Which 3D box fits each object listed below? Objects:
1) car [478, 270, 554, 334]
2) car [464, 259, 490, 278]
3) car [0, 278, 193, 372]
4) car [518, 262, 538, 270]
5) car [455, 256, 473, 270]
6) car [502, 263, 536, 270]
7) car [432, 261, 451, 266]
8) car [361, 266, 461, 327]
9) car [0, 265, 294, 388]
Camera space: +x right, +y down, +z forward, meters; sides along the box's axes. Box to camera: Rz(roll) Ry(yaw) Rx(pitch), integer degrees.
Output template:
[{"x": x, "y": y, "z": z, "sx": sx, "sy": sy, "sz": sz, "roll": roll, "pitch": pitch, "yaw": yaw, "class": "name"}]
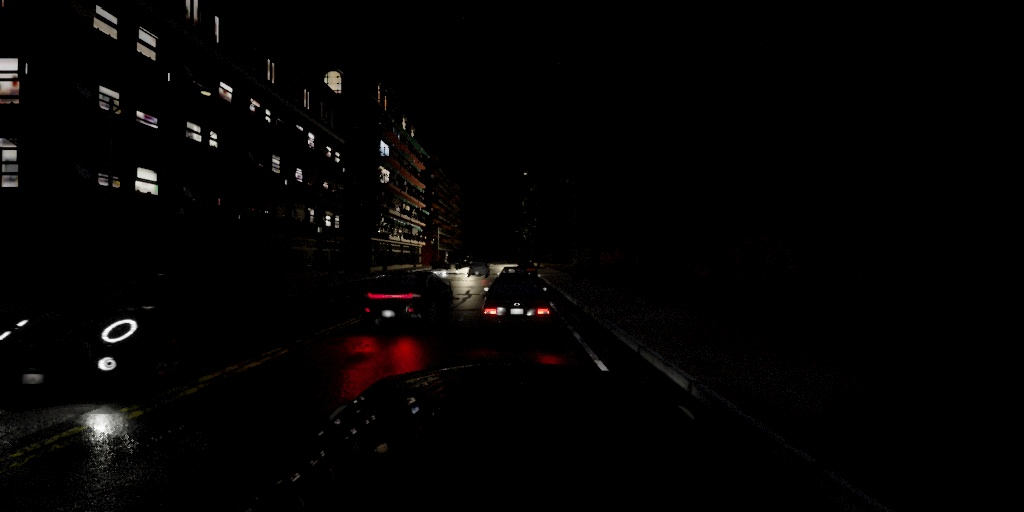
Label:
[{"x": 0.108, "y": 1.299, "z": 10.614, "sx": 2.033, "sy": 1.411, "sz": 5.357, "roll": 0, "pitch": 0, "yaw": 0, "class": "car"}, {"x": -3.119, "y": 1.279, "z": 34.298, "sx": 1.812, "sy": 1.442, "sz": 4.674, "roll": 0, "pitch": 0, "yaw": 0, "class": "car"}, {"x": -9.845, "y": 1.315, "z": 7.866, "sx": 1.994, "sy": 1.385, "sz": 4.181, "roll": 0, "pitch": 0, "yaw": 0, "class": "car"}, {"x": 1.159, "y": 1.259, "z": 30.743, "sx": 1.837, "sy": 1.490, "sz": 4.892, "roll": 0, "pitch": 0, "yaw": 0, "class": "car"}, {"x": -6.563, "y": 0.975, "z": 50.385, "sx": 2.150, "sy": 2.045, "sz": 5.566, "roll": 0, "pitch": 0, "yaw": 0, "class": "car"}, {"x": 0.113, "y": 1.301, "z": 20.976, "sx": 2.033, "sy": 1.411, "sz": 5.357, "roll": 0, "pitch": 0, "yaw": 0, "class": "car"}, {"x": -9.812, "y": 1.354, "z": 49.924, "sx": 1.895, "sy": 1.301, "sz": 4.718, "roll": 0, "pitch": 0, "yaw": 0, "class": "car"}, {"x": -3.144, "y": 1.243, "z": 11.546, "sx": 2.128, "sy": 1.511, "sz": 4.902, "roll": 0, "pitch": 0, "yaw": 0, "class": "car"}, {"x": -6.596, "y": 1.103, "z": 7.181, "sx": 2.097, "sy": 1.767, "sz": 4.553, "roll": 0, "pitch": 0, "yaw": 0, "class": "car"}]
